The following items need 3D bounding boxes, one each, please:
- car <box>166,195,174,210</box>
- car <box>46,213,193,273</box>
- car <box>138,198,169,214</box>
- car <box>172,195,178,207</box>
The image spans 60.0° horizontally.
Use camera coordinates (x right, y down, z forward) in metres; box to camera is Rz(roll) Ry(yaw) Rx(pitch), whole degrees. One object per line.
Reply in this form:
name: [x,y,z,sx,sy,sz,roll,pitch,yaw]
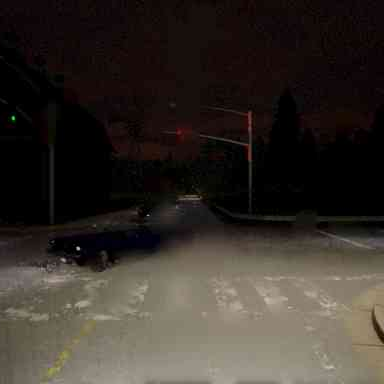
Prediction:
car: [-3.533,1.505,39.580,1.837,1.490,4.892,0,0,0]
car: [-2.157,1.588,10.945,1.895,1.301,4.718,0,0,42]
car: [-3.550,1.547,29.836,2.033,1.411,5.357,0,0,0]
car: [-3.511,1.526,48.878,1.812,1.442,4.674,0,0,0]
